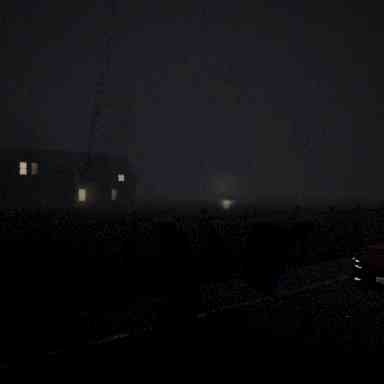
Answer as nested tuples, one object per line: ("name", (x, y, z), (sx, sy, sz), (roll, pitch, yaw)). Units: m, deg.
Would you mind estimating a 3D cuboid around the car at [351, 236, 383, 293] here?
("car", (5.886, 1.544, 8.187), (5.008, 1.535, 1.882), (1, 0, -35))
